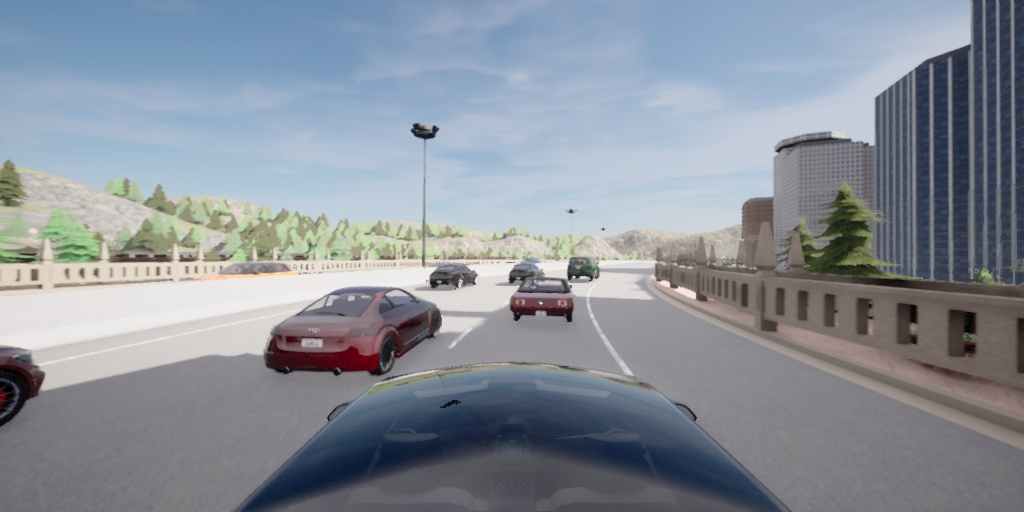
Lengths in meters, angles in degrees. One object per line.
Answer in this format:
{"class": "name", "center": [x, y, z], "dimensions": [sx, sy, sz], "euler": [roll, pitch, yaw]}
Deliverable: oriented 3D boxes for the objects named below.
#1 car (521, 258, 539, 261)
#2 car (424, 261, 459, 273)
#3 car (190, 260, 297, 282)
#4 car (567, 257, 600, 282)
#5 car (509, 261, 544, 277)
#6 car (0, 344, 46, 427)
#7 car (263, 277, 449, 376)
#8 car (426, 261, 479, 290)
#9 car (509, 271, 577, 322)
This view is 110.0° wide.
{"class": "car", "center": [2.948, 1.282, 59.816], "dimensions": [2.150, 2.045, 5.566], "euler": [0, 0, 23]}
{"class": "car", "center": [-9.428, 1.441, 48.570], "dimensions": [2.033, 1.411, 5.357], "euler": [0, 0, 23]}
{"class": "car", "center": [-12.405, 1.078, 16.841], "dimensions": [2.097, 1.767, 4.553], "euler": [0, 0, 11]}
{"class": "car", "center": [6.273, 1.083, 31.180], "dimensions": [2.150, 2.045, 5.566], "euler": [0, 0, 21]}
{"class": "car", "center": [1.181, 1.329, 27.227], "dimensions": [1.837, 1.490, 4.892], "euler": [0, 0, 18]}
{"class": "car", "center": [-6.720, 1.241, 2.426], "dimensions": [1.812, 1.442, 4.674], "euler": [0, 0, 1]}
{"class": "car", "center": [-2.905, 1.309, 7.491], "dimensions": [1.994, 1.385, 4.181], "euler": [0, 0, 4]}
{"class": "car", "center": [-3.638, 1.293, 23.294], "dimensions": [1.837, 1.490, 4.892], "euler": [0, 0, 15]}
{"class": "car", "center": [1.170, 1.376, 12.505], "dimensions": [1.895, 1.301, 4.718], "euler": [0, 0, 8]}
